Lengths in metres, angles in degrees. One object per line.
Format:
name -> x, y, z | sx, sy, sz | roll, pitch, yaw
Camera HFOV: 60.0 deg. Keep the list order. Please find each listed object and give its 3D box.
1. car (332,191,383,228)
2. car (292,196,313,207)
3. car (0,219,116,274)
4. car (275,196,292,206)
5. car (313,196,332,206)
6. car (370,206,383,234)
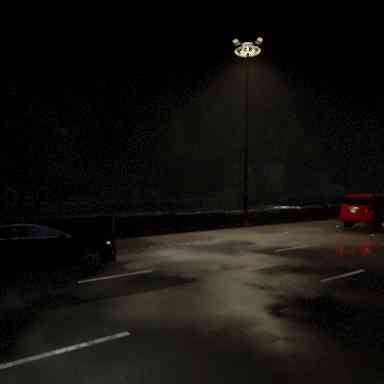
car -> 11.354, 1.156, 20.435 | 5.566, 2.045, 2.150 | -1, 0, -35
car -> 16.199, 1.304, 45.633 | 4.181, 1.385, 1.994 | -1, 1, -35
car -> -4.552, 1.492, 9.098 | 4.902, 1.511, 2.128 | 0, 0, -36
car -> 14.067, 1.268, 48.410 | 4.674, 1.442, 1.812 | -1, 1, -35
car -> 18.201, 1.219, 42.770 | 5.008, 1.535, 1.882 | -1, 1, -35
car -> 11.038, 1.500, 15.924 | 5.357, 1.411, 2.033 | 0, 0, -36
